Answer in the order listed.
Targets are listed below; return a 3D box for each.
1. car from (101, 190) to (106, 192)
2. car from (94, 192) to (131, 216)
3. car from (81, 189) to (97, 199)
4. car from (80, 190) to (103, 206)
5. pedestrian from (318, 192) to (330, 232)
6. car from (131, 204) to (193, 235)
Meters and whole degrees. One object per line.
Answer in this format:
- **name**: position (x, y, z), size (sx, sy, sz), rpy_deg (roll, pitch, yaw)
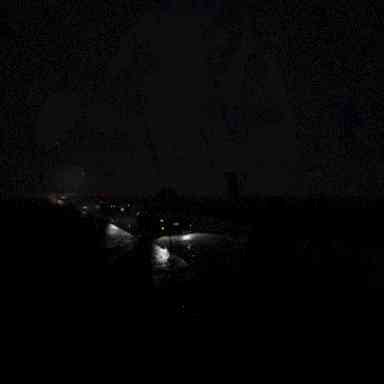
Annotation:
- **car**: position (-13.677, 0.507, 49.346), size (1.837, 1.490, 4.892), rpy_deg (-3, 2, -26)
- **car**: position (-6.395, 1.038, 27.622), size (2.128, 1.511, 4.902), rpy_deg (-3, 2, -26)
- **car**: position (-18.123, 0.355, 58.490), size (1.837, 1.490, 4.892), rpy_deg (-3, 2, -26)
- **car**: position (-12.347, 0.824, 39.933), size (1.812, 1.442, 4.674), rpy_deg (-3, 2, -26)
- **pedestrian**: position (6.106, 0.903, 15.532), size (0.375, 1.860, 0.375), rpy_deg (-1, 0, -26)
- **car**: position (-1.574, 1.317, 17.731), size (1.994, 1.385, 4.181), rpy_deg (-3, 2, -25)
